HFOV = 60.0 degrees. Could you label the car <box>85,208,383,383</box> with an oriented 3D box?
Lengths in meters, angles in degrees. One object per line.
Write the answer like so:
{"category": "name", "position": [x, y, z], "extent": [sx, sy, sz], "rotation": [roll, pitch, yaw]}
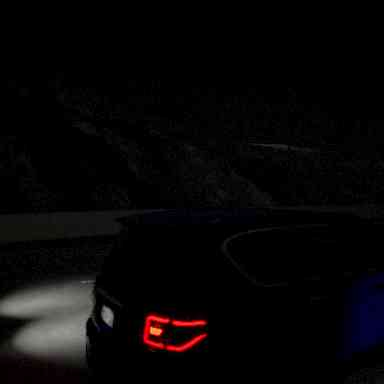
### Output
{"category": "car", "position": [1.454, 1.246, 4.530], "extent": [5.566, 2.045, 2.150], "rotation": [1, 0, -34]}

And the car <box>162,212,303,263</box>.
{"category": "car", "position": [1.703, 1.606, 13.025], "extent": [5.357, 1.411, 2.033], "rotation": [1, 0, -32]}
